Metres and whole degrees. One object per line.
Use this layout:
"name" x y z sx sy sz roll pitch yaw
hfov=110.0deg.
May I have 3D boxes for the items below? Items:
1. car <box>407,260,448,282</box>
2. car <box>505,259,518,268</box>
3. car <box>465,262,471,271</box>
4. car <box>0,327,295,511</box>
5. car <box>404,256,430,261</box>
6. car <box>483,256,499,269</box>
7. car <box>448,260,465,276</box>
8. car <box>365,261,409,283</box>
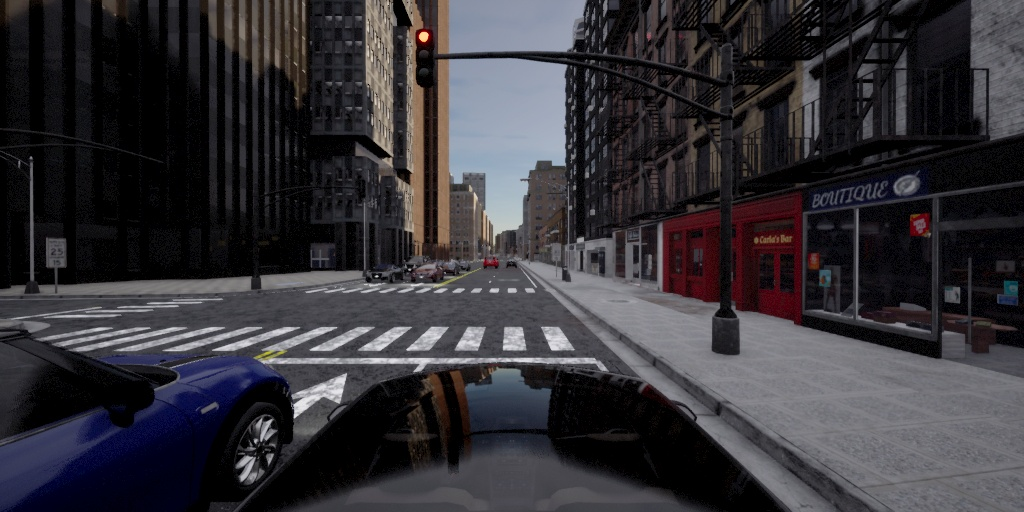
"car" -6.675 1.282 28.747 1.812 1.442 4.674 0 0 0
"car" -0.086 1.273 61.844 1.837 1.490 4.892 0 0 0
"car" -6.728 1.328 48.388 1.994 1.385 4.181 0 0 0
"car" -3.146 1.102 1.601 2.097 1.767 4.553 0 0 0
"car" -9.952 0.982 37.673 2.150 2.045 5.566 0 0 0
"car" -3.423 0.988 58.060 2.150 2.045 5.566 0 0 0
"car" -6.705 1.308 38.428 2.033 1.411 5.357 0 0 0
"car" -9.915 1.320 28.338 1.994 1.385 4.181 0 0 1
